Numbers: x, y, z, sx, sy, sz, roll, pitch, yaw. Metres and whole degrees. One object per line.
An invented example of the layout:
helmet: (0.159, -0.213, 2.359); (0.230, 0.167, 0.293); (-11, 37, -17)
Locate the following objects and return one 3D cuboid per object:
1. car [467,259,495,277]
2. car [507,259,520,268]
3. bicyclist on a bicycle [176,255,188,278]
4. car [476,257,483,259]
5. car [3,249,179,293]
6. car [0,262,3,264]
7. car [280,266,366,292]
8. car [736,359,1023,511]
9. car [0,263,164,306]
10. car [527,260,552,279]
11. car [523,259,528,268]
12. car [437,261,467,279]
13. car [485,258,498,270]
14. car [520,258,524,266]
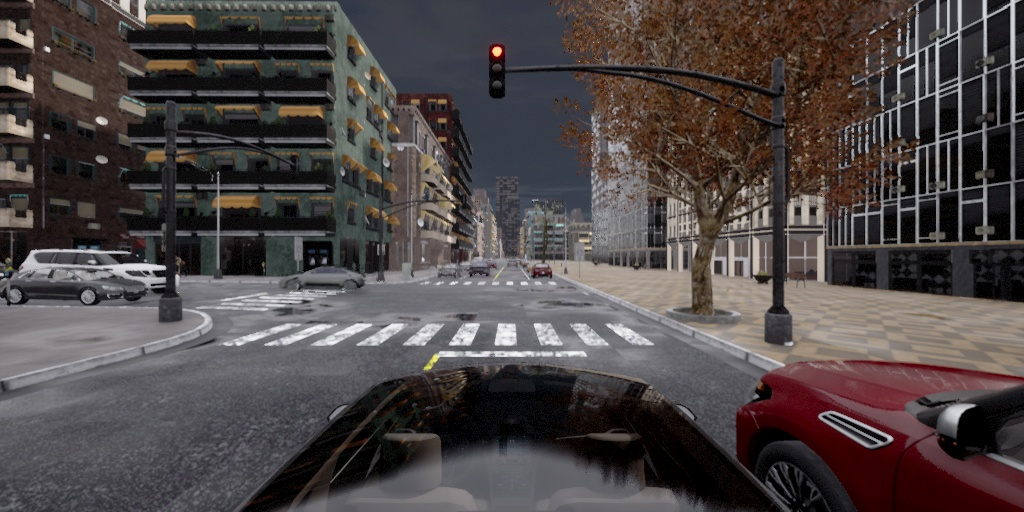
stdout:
car: (-3.108, 1.308, 35.521); (2.033, 1.411, 5.357); (0, 0, 0)
car: (0.087, 1.283, 64.453); (2.128, 1.511, 4.902); (0, 0, 0)
bicyclist on a bicycle: (-23.173, 0.759, 24.817); (0.582, 1.620, 1.656); (1, 0, -1)
car: (-5.700, 1.220, 55.106); (1.967, 1.591, 4.097); (0, 0, 0)
car: (-18.430, 0.737, 16.126); (5.566, 2.045, 2.150); (1, 0, -1)
car: (-33.192, 0.868, 21.766); (4.403, 1.370, 2.007); (0, 0, -1)
car: (-10.295, 1.222, 19.795); (4.181, 1.385, 1.994); (2, 0, -16)
car: (2.692, 1.065, 0.590); (2.192, 1.841, 5.009); (0, 0, 0)
car: (-16.437, 1.090, 13.558); (4.403, 1.370, 2.007); (0, 0, -1)
car: (2.685, 1.304, 32.977); (1.888, 1.381, 4.507); (0, 0, 0)
car: (2.682, 1.294, 44.213); (1.751, 1.417, 4.829); (0, 0, 0)
car: (-5.696, 1.309, 32.976); (2.007, 1.370, 4.403); (0, 0, 0)
car: (-3.102, 1.379, 53.260); (1.895, 1.301, 4.718); (0, 0, 0)
car: (2.679, 1.369, 60.640); (1.802, 1.307, 4.207); (0, 0, 0)
